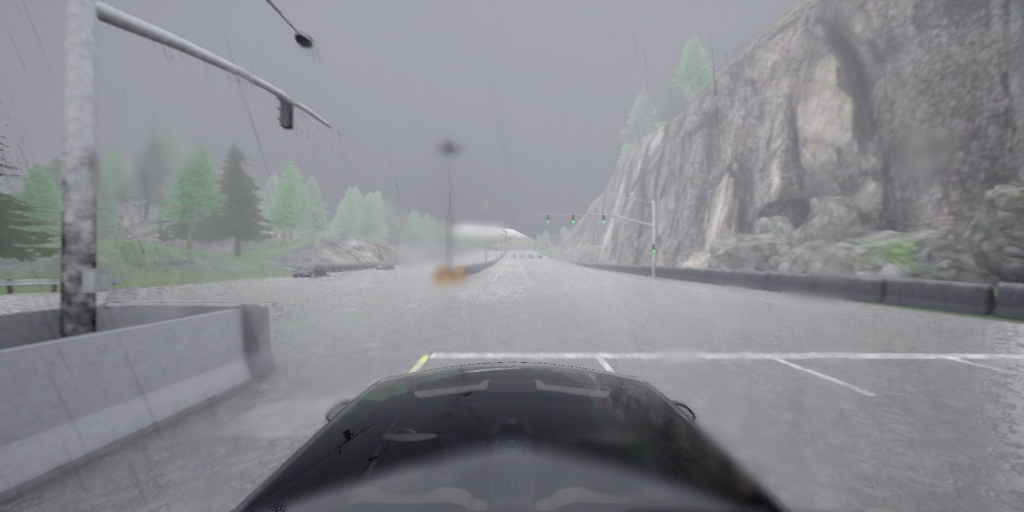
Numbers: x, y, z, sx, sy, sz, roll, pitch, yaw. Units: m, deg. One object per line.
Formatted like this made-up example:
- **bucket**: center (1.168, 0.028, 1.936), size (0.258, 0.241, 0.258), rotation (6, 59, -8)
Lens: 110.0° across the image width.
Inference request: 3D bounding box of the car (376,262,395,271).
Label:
- **car**: center (-20.862, 1.673, 59.076), size (2.128, 1.511, 4.902), rotation (0, 1, 0)

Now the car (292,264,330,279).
- **car**: center (-20.996, 1.644, 37.721), size (1.837, 1.490, 4.892), rotation (0, 1, 0)
